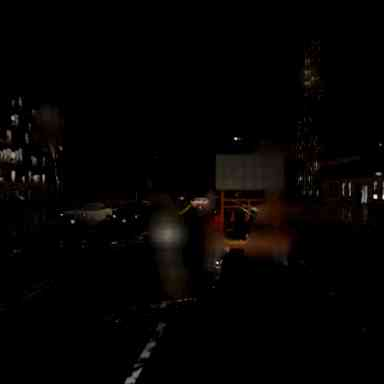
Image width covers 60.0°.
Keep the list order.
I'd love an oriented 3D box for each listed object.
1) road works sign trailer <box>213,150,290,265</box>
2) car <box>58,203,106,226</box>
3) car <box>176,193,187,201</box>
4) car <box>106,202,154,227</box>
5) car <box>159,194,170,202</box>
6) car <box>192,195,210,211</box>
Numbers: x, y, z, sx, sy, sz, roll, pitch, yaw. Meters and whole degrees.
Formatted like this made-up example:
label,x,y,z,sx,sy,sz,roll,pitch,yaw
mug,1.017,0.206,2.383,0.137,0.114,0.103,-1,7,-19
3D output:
label,x,y,z,sx,sy,sz,roll,pitch,yaw
road works sign trailer,1.961,0.380,11.429,2.380,3.560,2.880,0,0,6
car,-6.861,1.439,21.906,1.895,1.301,4.718,0,0,6
car,-1.878,1.003,63.681,1.812,1.442,4.674,0,1,0
car,-3.666,1.367,21.415,1.812,1.442,4.674,0,0,6
car,-5.101,1.038,62.485,2.033,1.411,5.357,0,1,0
car,1.008,1.313,36.758,1.895,1.301,4.718,0,0,3
